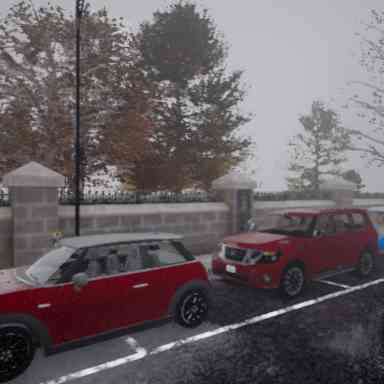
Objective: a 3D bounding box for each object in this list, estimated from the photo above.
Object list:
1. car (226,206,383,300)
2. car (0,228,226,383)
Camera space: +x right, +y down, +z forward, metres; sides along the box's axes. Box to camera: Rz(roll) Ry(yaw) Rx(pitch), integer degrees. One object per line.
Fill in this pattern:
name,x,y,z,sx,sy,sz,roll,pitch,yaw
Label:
car,2.889,1.340,8.619,5.009,1.841,2.192,0,0,-35
car,-1.696,1.446,5.348,4.097,1.590,1.967,0,0,-35
